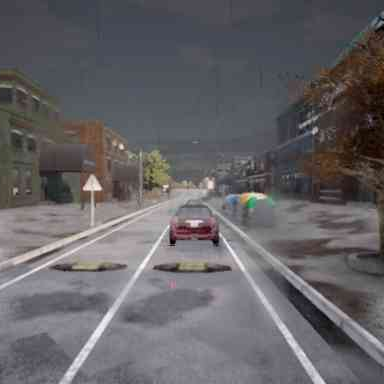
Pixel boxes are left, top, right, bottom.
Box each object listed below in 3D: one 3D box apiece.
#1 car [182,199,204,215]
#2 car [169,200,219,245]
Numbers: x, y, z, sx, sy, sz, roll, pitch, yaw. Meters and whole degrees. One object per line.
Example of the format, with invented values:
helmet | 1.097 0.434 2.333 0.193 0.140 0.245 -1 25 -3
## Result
car | 0.096 1.515 34.500 2.033 1.411 5.357 0 0 0
car | 0.096 1.340 15.583 2.097 1.767 4.553 0 0 0
